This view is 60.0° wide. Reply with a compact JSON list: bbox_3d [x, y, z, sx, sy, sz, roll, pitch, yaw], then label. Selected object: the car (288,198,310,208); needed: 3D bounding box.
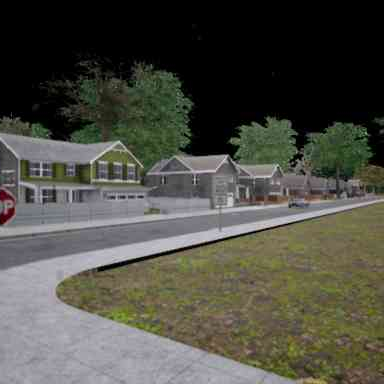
[{"bbox_3d":[14.893,1.524,46.182,1.994,1.385,4.181,0,0,35],"label":"car"}]
